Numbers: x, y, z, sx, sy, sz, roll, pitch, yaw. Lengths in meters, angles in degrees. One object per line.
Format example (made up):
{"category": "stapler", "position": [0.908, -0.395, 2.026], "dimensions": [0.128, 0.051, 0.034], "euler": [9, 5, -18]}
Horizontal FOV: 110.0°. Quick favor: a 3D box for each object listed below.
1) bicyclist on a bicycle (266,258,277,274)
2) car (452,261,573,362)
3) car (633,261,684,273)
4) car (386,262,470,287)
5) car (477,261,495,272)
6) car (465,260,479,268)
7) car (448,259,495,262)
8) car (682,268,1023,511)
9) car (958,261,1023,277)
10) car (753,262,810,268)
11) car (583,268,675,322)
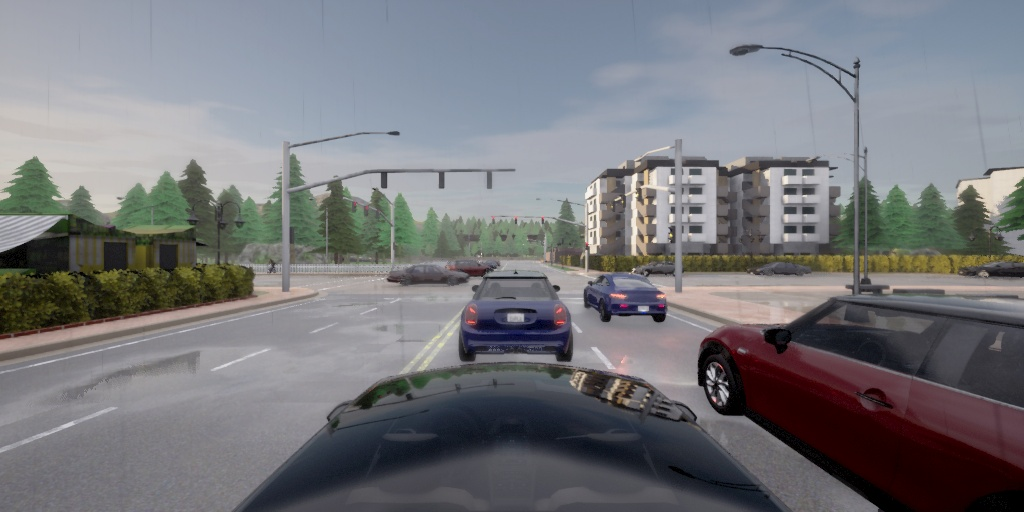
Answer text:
{"category": "bicyclist on a bicycle", "position": [-25.594, 1.052, 38.175], "dimensions": [0.582, 1.620, 1.656], "euler": [0, 0, -1]}
{"category": "car", "position": [0.092, 1.102, 8.403], "dimensions": [2.097, 1.767, 4.553], "euler": [0, 0, 1]}
{"category": "car", "position": [14.246, 1.241, 34.997], "dimensions": [4.902, 1.511, 2.128], "euler": [0, 0, -2]}
{"category": "car", "position": [-5.514, 1.297, 23.952], "dimensions": [5.357, 1.411, 2.033], "euler": [0, 0, 0]}
{"category": "car", "position": [-3.344, 1.351, 46.545], "dimensions": [1.895, 1.301, 4.718], "euler": [0, 0, 0]}
{"category": "car", "position": [-6.745, 1.314, 60.837], "dimensions": [1.994, 1.385, 4.181], "euler": [0, 0, 0]}
{"category": "car", "position": [-3.882, 1.102, 31.952], "dimensions": [4.553, 1.767, 2.097], "euler": [0, 0, -41]}
{"category": "car", "position": [3.605, 1.102, 3.124], "dimensions": [2.097, 1.767, 4.553], "euler": [0, 0, 0]}
{"category": "car", "position": [43.322, 1.227, 31.772], "dimensions": [5.008, 1.535, 1.882], "euler": [0, 0, 22]}
{"category": "car", "position": [26.276, 1.298, 35.258], "dimensions": [5.357, 1.411, 2.033], "euler": [0, 0, 1]}
{"category": "car", "position": [3.645, 1.276, 12.113], "dimensions": [1.812, 1.442, 4.674], "euler": [0, 0, 1]}
